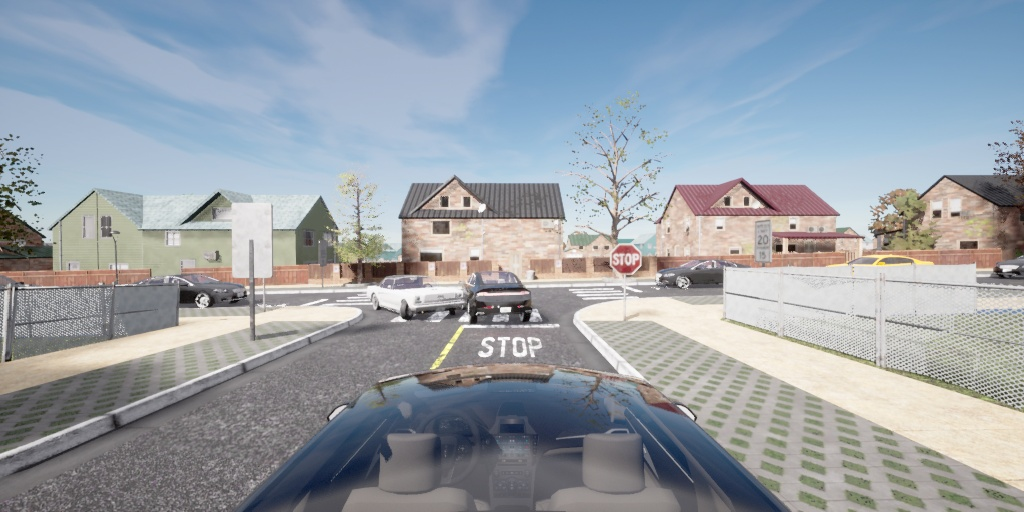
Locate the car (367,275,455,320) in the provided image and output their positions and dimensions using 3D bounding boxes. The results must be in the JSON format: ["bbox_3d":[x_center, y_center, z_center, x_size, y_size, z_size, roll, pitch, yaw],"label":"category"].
[{"bbox_3d":[-3.595,1.367,12.913,1.895,1.301,4.718,0,0,-38],"label":"car"}]

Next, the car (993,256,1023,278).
[{"bbox_3d":[29.397,0.477,19.514,4.902,1.511,2.128,-1,1,0],"label":"car"}]

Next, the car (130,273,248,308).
[{"bbox_3d":[-14.892,1.566,16.416,4.902,1.511,2.128,-1,1,0],"label":"car"}]

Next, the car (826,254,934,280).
[{"bbox_3d":[19.773,0.690,19.483,5.008,1.535,1.882,-1,1,0],"label":"car"}]

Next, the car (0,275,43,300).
[{"bbox_3d":[-24.230,1.648,16.382,4.553,1.767,2.097,-1,1,0],"label":"car"}]

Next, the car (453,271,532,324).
[{"bbox_3d":[-0.678,1.242,12.052,2.128,1.511,4.902,0,0,-12],"label":"car"}]

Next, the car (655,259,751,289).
[{"bbox_3d":[10.342,0.925,19.453,4.902,1.511,2.128,-1,1,0],"label":"car"}]
